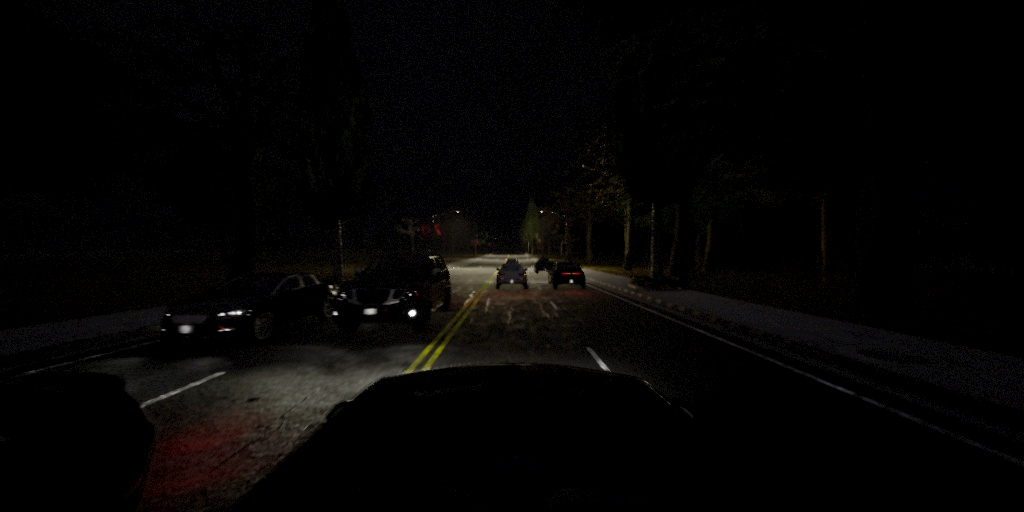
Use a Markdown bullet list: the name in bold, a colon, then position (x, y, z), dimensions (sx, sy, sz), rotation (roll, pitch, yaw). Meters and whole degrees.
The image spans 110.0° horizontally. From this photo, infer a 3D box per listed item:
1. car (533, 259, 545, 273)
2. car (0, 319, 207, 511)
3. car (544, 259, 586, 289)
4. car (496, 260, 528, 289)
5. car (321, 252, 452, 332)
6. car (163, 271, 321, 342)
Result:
- **car**: position (3.303, 1.029, 37.829), dimensions (1.837, 1.490, 4.892), rotation (0, 1, 0)
- **car**: position (-3.321, 1.269, 0.354), dimensions (1.837, 1.490, 4.892), rotation (0, 0, 0)
- **car**: position (3.259, 1.121, 21.953), dimensions (1.837, 1.490, 4.892), rotation (0, 0, 0)
- **car**: position (0.007, 1.143, 21.899), dimensions (1.812, 1.442, 4.674), rotation (0, 0, 1)
- **car**: position (-3.252, 0.902, 10.999), dimensions (2.150, 2.045, 5.566), rotation (0, 0, 0)
- **car**: position (-6.503, 1.181, 9.596), dimensions (2.128, 1.511, 4.902), rotation (0, 0, 0)
